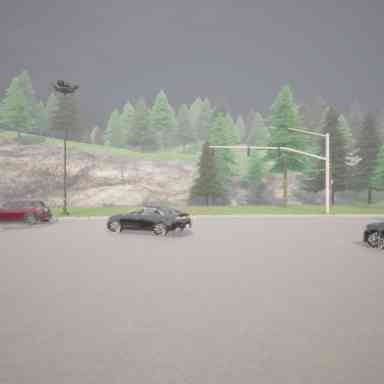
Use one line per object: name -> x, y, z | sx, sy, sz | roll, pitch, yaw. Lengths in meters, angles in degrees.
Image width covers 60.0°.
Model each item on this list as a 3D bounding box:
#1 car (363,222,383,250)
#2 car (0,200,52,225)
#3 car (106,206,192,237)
car -> 8.540, 1.492, 11.870 | 2.128, 1.511, 4.902 | 0, 0, -22
car -> -12.455, 1.352, 23.538 | 4.553, 1.767, 2.097 | 0, 0, 1
car -> -2.381, 1.491, 17.912 | 4.902, 1.511, 2.128 | 0, 0, 27
